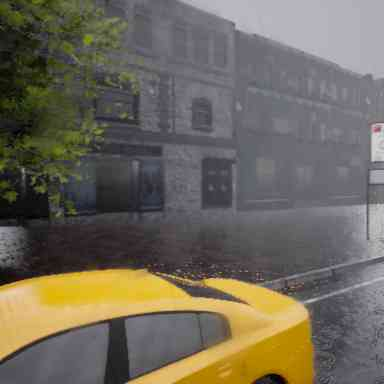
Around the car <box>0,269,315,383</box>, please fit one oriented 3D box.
[{"bbox_3d":[-1.134,1.477,2.570,5.008,1.535,1.882,0,0,-36],"label":"car"}]
